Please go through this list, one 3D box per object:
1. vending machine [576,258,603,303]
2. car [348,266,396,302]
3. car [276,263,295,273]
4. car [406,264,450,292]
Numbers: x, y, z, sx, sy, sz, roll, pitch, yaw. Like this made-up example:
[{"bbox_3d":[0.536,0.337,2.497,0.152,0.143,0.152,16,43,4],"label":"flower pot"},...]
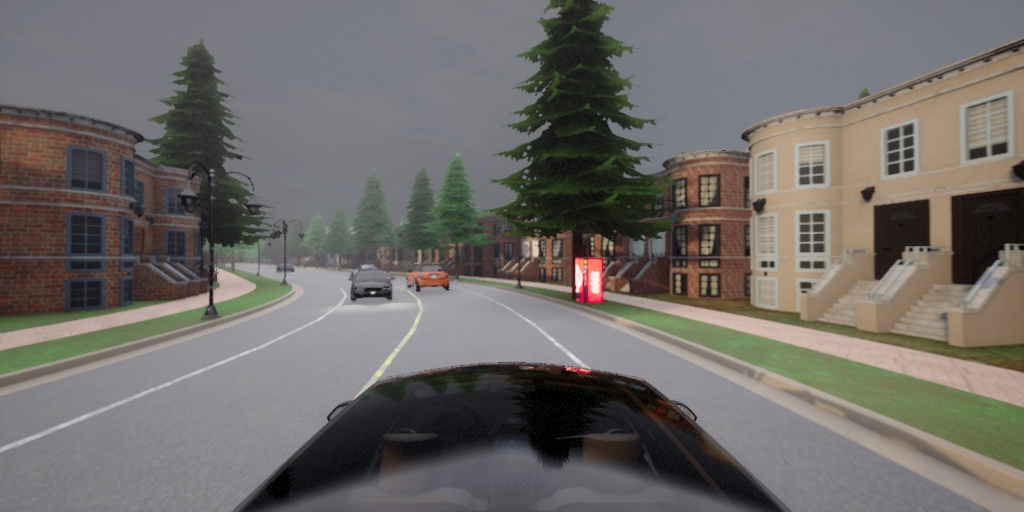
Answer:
[{"bbox_3d":[3.384,1.072,15.739,1.100,2.100,0.880,0,0,-16],"label":"vending machine"},{"bbox_3d":[-7.143,1.415,18.275,1.837,1.490,4.892,1,-1,-23],"label":"car"},{"bbox_3d":[-33.491,1.802,52.962,2.033,1.411,5.357,0,-1,-40],"label":"car"},{"bbox_3d":[-5.687,1.309,23.800,2.097,1.767,4.553,0,-1,-26],"label":"car"}]
